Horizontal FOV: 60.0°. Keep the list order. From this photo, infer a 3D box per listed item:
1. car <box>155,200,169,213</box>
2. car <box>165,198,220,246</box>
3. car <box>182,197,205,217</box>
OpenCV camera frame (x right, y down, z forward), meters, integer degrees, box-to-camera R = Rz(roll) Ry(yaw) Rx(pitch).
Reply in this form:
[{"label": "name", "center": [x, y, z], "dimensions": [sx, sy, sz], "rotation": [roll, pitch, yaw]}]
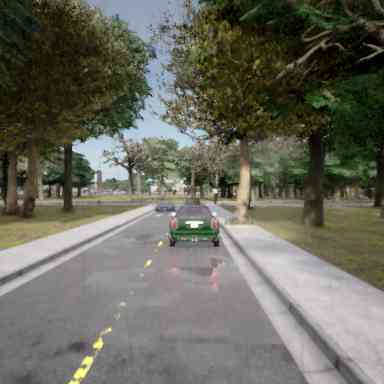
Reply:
[{"label": "car", "center": [-2.848, 1.582, 36.352], "dimensions": [1.994, 1.385, 4.181], "rotation": [0, 0, 0]}, {"label": "car", "center": [0.096, 1.357, 15.398], "dimensions": [2.097, 1.767, 4.553], "rotation": [0, 0, 0]}, {"label": "car", "center": [0.094, 1.366, 32.492], "dimensions": [2.097, 1.767, 4.553], "rotation": [0, 0, 0]}]
